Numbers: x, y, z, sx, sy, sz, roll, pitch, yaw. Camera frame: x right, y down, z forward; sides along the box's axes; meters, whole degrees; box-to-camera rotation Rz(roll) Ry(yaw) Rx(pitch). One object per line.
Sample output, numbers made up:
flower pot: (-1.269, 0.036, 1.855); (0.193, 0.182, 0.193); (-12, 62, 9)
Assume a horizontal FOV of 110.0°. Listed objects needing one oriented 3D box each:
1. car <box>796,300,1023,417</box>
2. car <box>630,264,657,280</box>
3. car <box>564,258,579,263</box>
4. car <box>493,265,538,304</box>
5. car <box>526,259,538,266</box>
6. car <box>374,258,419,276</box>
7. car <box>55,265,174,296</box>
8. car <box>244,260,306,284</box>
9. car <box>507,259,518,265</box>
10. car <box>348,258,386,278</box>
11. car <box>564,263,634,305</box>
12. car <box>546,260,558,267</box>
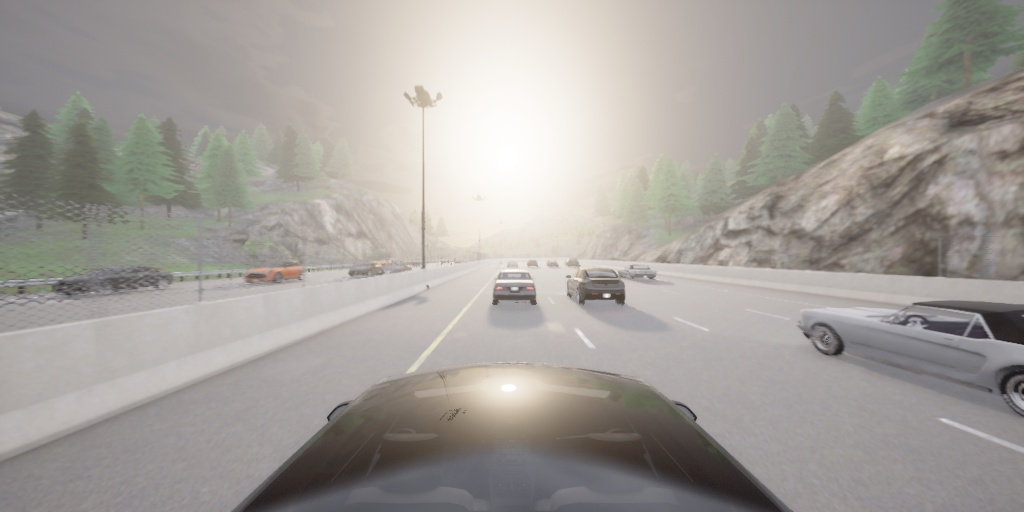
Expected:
car: (7.131, 1.352, 5.642); (1.895, 1.301, 4.718); (0, 0, 0)
car: (10.610, 1.352, 30.737); (1.895, 1.301, 4.718); (0, 0, 0)
car: (10.617, 1.103, 63.821); (2.097, 1.767, 4.553); (0, 0, 0)
car: (0.100, 1.296, 16.200); (2.033, 1.411, 5.357); (0, 0, 0)
car: (3.616, 1.255, 64.704); (1.837, 1.490, 4.892); (0, 0, 0)
car: (-10.573, 1.239, 33.260); (2.128, 1.511, 4.902); (0, 0, 0)
car: (-21.083, 1.254, 19.343); (1.837, 1.490, 4.892); (0, 0, 0)
car: (-17.576, 1.099, 26.854); (2.097, 1.767, 4.553); (0, 0, 0)
car: (0.119, 1.276, 64.820); (1.812, 1.442, 4.674); (0, 0, 0)
car: (-14.071, 1.251, 34.759); (1.837, 1.490, 4.892); (0, 1, 0)
car: (3.605, 1.255, 16.043); (1.837, 1.490, 4.892); (0, 0, 0)
car: (7.118, 1.351, 64.454); (1.895, 1.301, 4.718); (0, 0, 0)
